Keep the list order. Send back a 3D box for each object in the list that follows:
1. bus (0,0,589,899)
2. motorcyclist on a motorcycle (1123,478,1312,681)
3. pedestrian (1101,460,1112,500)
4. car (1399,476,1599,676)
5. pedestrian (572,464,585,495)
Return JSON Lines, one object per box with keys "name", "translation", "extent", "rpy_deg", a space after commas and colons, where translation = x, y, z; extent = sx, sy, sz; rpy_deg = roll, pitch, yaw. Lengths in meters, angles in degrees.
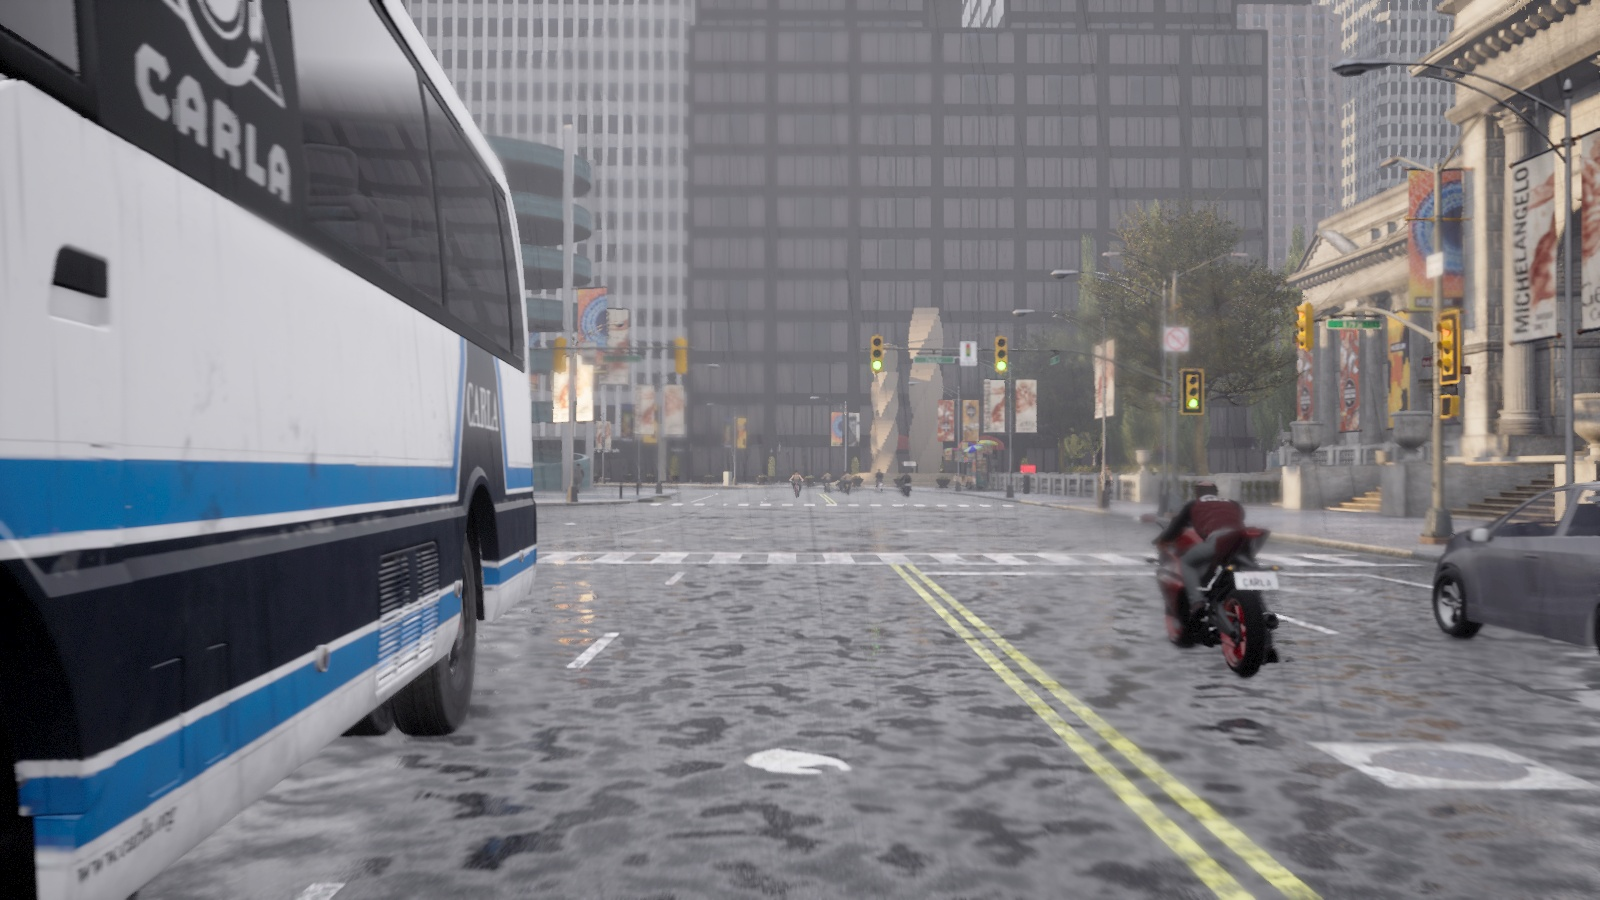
{"name": "bus", "translation": [-3.227, -0.470, 4.735], "extent": [3.944, 4.253, 10.273], "rpy_deg": [-1, -1, -5]}
{"name": "motorcyclist on a motorcycle", "translation": [3.473, 1.015, 10.700], "extent": [0.866, 1.530, 2.191], "rpy_deg": [0, -1, 0]}
{"name": "pedestrian", "translation": [14.070, 1.379, 57.595], "extent": [0.345, 1.836, 0.594], "rpy_deg": [0, -1, 0]}
{"name": "car", "translation": [6.974, 0.982, 10.842], "extent": [1.845, 1.501, 3.633], "rpy_deg": [0, -1, 0]}
{"name": "pedestrian", "translation": [-13.700, 1.827, 77.733], "extent": [0.659, 1.952, 0.873], "rpy_deg": [0, -1, -3]}
